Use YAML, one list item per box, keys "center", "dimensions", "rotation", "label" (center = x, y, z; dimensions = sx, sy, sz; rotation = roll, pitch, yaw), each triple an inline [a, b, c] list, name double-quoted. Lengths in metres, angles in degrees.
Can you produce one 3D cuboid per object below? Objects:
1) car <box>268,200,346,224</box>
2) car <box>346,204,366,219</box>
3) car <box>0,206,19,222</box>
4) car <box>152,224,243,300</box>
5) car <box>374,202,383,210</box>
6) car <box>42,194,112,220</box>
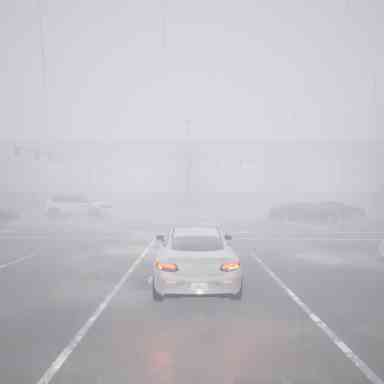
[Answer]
- center: [8.046, 1.448, 24.093]
  dimensions: [5.008, 1.535, 1.882]
  rotation: [0, 0, 2]
  label: "car"
- center: [11.707, 1.463, 27.495]
  dimensions: [4.892, 1.490, 1.837]
  rotation: [0, 0, 2]
  label: "car"
- center: [-15.501, 1.506, 24.732]
  dimensions: [4.892, 1.490, 1.837]
  rotation: [0, 0, 2]
  label: "car"
- center: [0.073, 1.527, 8.251]
  dimensions: [1.812, 1.442, 4.674]
  rotation: [0, 0, -1]
  label: "car"
- center: [23.300, 1.397, 37.886]
  dimensions: [4.674, 1.442, 1.812]
  rotation: [-1, 0, 2]
  label: "car"
- center: [-9.654, 1.220, 28.072]
  dimensions: [5.566, 2.045, 2.150]
  rotation: [0, 0, 2]
  label: "car"
